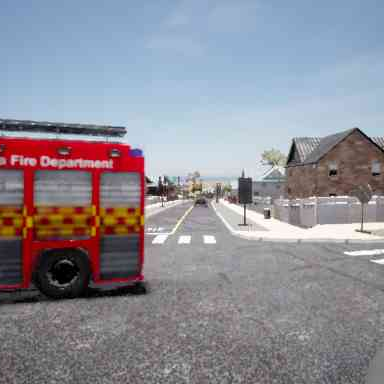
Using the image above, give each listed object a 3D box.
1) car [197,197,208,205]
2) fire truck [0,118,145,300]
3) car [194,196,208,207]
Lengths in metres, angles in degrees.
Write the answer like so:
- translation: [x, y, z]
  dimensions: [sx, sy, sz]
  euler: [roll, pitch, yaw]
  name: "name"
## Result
- translation: [2.005, 1.749, 64.298]
  dimensions: [2.033, 1.411, 5.357]
  euler: [0, 0, 3]
  name: "car"
- translation: [-5.347, 0.352, 7.424]
  dimensions: [8.468, 3.827, 2.891]
  euler: [1, 1, -17]
  name: "fire truck"
- translation: [1.517, 1.493, 54.269]
  dimensions: [2.097, 1.767, 4.553]
  euler: [0, 0, 3]
  name: "car"
